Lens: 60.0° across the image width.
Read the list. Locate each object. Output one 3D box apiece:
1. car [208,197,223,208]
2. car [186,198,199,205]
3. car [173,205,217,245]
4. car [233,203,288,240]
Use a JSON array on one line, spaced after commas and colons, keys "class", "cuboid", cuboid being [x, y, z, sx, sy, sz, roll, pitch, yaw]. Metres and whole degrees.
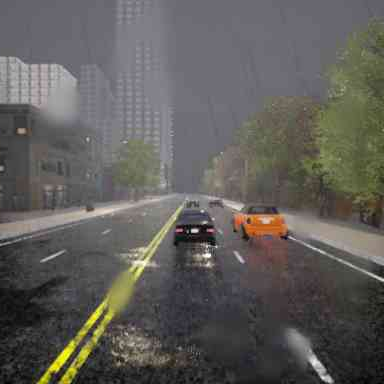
[{"class": "car", "cuboid": [3.363, 1.509, 47.580, 2.128, 1.511, 4.902, 0, 0, 0]}, {"class": "car", "cuboid": [0.113, 1.620, 50.157, 1.895, 1.301, 4.718, 0, 0, 0]}, {"class": "car", "cuboid": [0.104, 1.556, 15.459, 2.033, 1.411, 5.357, 0, 0, 0]}, {"class": "car", "cuboid": [3.354, 1.361, 17.145, 2.097, 1.767, 4.553, 0, 0, 0]}]
